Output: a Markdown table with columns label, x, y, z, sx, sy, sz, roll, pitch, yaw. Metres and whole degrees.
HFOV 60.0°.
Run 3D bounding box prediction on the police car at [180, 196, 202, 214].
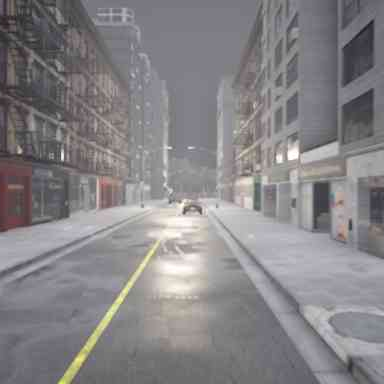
| label | x | y | z | sx | sy | sz | roll | pitch | yaw |
| --- | --- | --- | --- | --- | --- | --- | --- | --- | --- |
| police car | 0.073 | 1.451 | 35.138 | 2.038 | 1.542 | 4.974 | 0 | 0 | 0 |

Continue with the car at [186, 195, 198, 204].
| label | x | y | z | sx | sy | sz | roll | pitch | yaw |
| --- | --- | --- | --- | --- | --- | --- | --- | --- | --- |
| car | 0.026 | 1.411 | 62.875 | 2.128 | 1.511 | 4.902 | 0 | 0 | 0 |

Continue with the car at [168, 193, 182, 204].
| label | x | y | z | sx | sy | sz | roll | pitch | yaw |
| --- | --- | --- | --- | --- | --- | --- | --- | --- | --- |
| car | -3.011 | 1.140 | 59.540 | 2.150 | 2.045 | 5.566 | 0 | 0 | 1 |
